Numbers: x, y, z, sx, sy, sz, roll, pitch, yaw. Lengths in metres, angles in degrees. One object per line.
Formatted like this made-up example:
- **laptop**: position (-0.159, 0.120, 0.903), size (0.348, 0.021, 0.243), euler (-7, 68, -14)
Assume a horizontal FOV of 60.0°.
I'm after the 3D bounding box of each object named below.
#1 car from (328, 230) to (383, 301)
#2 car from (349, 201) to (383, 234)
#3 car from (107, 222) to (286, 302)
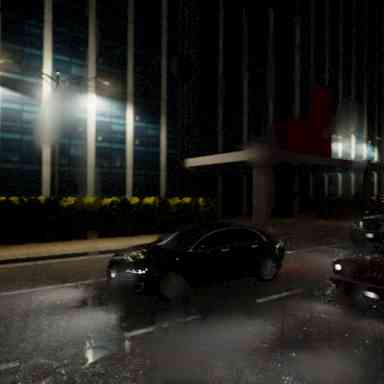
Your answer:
- **car**: position (5.258, 1.696, 7.687), size (4.718, 1.301, 1.895), euler (1, 0, -35)
- **car**: position (9.318, 1.398, 14.818), size (5.566, 2.045, 2.150), euler (1, 0, -36)
- **car**: position (0.315, 1.562, 8.485), size (4.892, 1.490, 1.837), euler (1, -1, -35)
